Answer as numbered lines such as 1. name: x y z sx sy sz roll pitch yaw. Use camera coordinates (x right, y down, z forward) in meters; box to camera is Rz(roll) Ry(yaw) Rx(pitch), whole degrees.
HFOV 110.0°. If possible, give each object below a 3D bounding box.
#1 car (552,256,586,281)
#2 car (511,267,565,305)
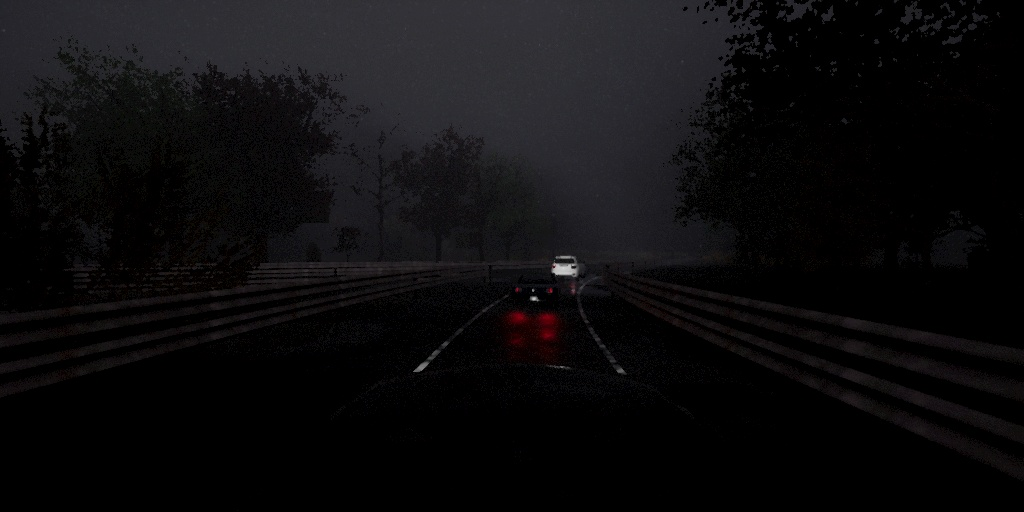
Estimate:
1. car: 4.879 1.018 30.366 2.150 2.045 5.566 0 0 19
2. car: 1.228 1.367 16.135 1.895 1.301 4.718 0 0 10
